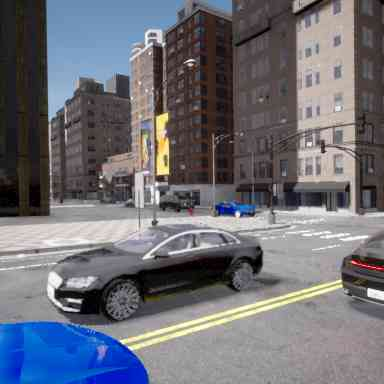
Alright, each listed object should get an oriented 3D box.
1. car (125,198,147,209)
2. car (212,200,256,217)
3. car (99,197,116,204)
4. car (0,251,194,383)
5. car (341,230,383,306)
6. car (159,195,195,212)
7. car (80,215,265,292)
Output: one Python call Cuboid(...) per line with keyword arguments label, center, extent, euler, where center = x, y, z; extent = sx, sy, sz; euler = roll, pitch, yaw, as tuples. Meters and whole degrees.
Cuboid(label="car", center=(-8.459, 1.700, 49.673), extent=(1.812, 1.442, 4.674), euler=(-1, 1, -35))
Cuboid(label="car", center=(3.976, 1.576, 31.983), extent=(1.882, 1.535, 5.008), euler=(-1, 0, -34))
Cuboid(label="car", center=(-17.180, 1.742, 67.590), extent=(2.033, 1.411, 5.357), euler=(-1, 0, -35))
Cuboid(label="car", center=(-2.568, 1.478, 1.609), extent=(5.008, 1.535, 1.882), euler=(0, 0, -35))
Cuboid(label="car", center=(5.123, 1.504, 7.098), extent=(4.892, 1.490, 1.837), euler=(0, 0, -36))
Cuboid(label="car", center=(-1.932, 1.355, 40.368), extent=(2.150, 2.045, 5.566), euler=(-1, 0, -35))
Cuboid(label="car", center=(-0.514, 1.492, 7.340), extent=(4.902, 1.511, 2.128), euler=(0, 0, -36))
